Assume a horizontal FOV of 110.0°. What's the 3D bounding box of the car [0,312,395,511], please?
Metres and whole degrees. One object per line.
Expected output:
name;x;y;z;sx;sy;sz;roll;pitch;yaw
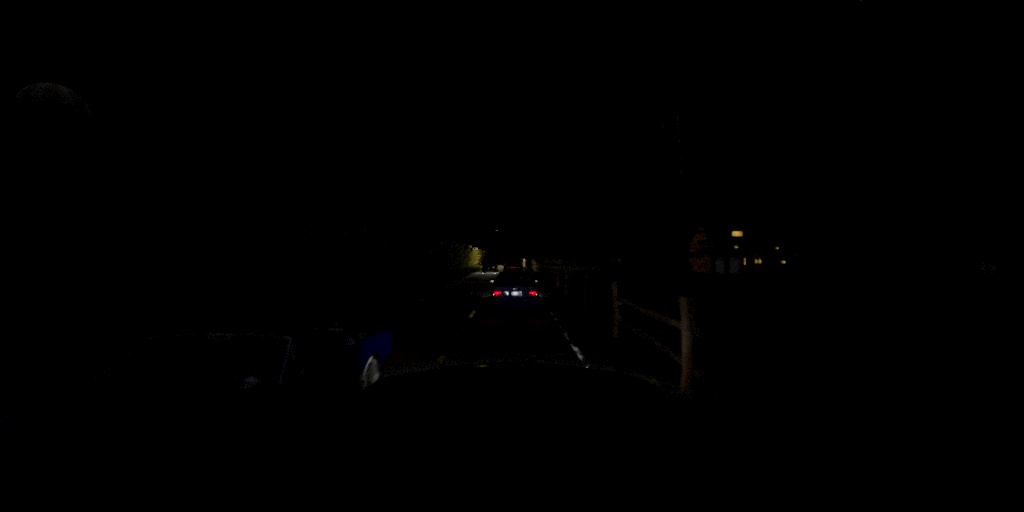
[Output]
car;-2.851;1.353;3.635;1.895;1.301;4.718;0;0;0

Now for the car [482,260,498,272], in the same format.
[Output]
car;-2.827;1.316;46.191;1.837;1.490;4.892;0;0;0

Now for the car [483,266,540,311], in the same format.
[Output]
car;0.097;1.311;14.541;2.033;1.411;5.357;0;0;0

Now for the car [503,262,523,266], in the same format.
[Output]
car;0.104;1.282;34.936;2.128;1.511;4.902;0;0;0
